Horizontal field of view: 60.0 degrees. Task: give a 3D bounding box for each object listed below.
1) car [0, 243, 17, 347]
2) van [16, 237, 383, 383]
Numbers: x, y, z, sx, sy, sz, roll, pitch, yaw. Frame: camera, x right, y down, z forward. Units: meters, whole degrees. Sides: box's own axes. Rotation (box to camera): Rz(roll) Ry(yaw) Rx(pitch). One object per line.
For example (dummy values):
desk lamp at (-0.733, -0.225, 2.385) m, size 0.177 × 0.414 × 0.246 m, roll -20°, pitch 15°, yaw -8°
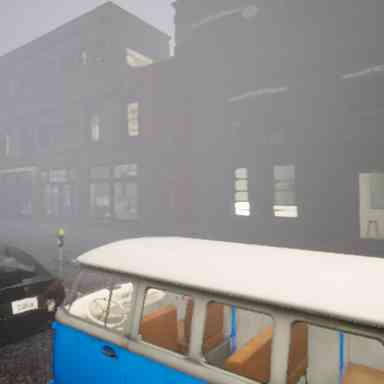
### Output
car at (-3.936, 1.556, 5.694) m, size 4.313 × 1.339 × 1.947 m, roll 0°, pitch -1°, yaw 36°
van at (0.582, 1.340, 2.475) m, size 3.998 × 1.788 × 1.690 m, roll 0°, pitch -1°, yaw 36°
